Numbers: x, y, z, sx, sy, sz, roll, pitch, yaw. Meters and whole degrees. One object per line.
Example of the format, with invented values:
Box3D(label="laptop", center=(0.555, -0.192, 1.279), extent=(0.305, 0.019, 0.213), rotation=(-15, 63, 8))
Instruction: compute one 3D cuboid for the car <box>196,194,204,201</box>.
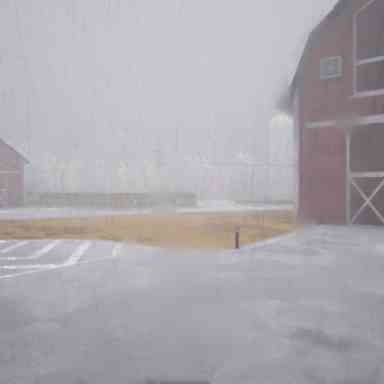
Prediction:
Box3D(label="car", center=(1.231, 1.496, 90.916), extent=(1.932, 1.855, 4.605), rotation=(0, 0, 35))
